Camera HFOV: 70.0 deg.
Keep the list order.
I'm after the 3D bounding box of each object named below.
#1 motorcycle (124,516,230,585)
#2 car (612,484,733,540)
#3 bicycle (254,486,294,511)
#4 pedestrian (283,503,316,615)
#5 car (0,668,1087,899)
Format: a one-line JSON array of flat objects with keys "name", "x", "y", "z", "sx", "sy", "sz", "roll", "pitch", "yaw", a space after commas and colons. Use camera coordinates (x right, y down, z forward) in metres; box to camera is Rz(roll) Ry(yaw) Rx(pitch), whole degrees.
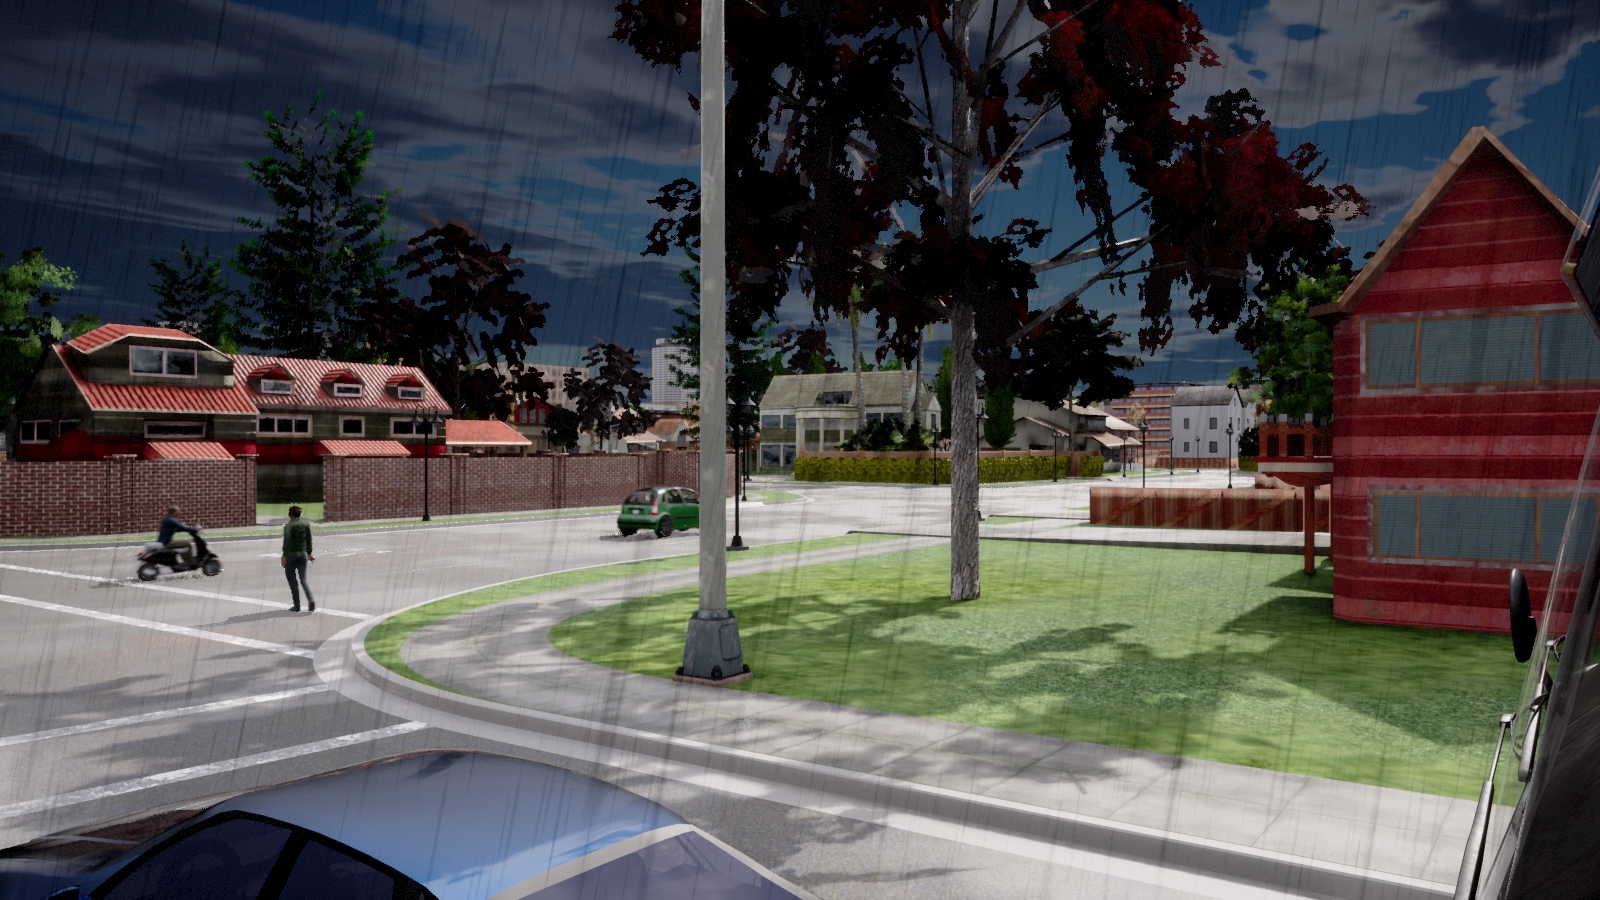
[{"name": "motorcycle", "x": -13.392, "y": 2.135, "z": 24.590, "sx": 0.856, "sy": 1.341, "sz": 1.805, "roll": 0, "pitch": -1, "yaw": 39}, {"name": "car", "x": -4.158, "y": 1.999, "z": 37.755, "sx": 1.851, "sy": 1.617, "sz": 3.988, "roll": 0, "pitch": 0, "yaw": 34}, {"name": "bicycle", "x": -24.509, "y": 2.256, "z": 53.252, "sx": 0.859, "sy": 1.080, "sz": 1.487, "roll": 0, "pitch": 0, "yaw": 34}, {"name": "pedestrian", "x": -8.565, "y": 1.848, "z": 19.549, "sx": 0.375, "sy": 1.860, "sz": 0.375, "roll": 0, "pitch": 0, "yaw": 30}, {"name": "car", "x": -1.713, "y": 2.106, "z": 4.943, "sx": 5.357, "sy": 1.411, "sz": 2.033, "roll": 0, "pitch": 0, "yaw": 36}]
